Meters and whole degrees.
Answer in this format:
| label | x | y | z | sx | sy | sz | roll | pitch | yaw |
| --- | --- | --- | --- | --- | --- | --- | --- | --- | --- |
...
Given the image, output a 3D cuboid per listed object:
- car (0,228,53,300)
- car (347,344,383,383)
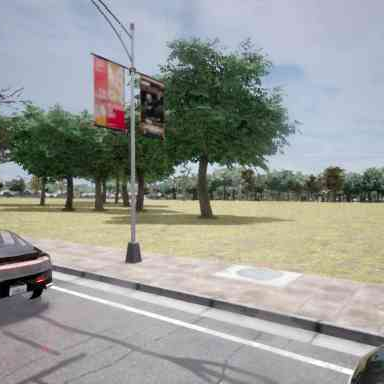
| label | x | y | z | sx | sy | sz | roll | pitch | yaw |
| --- | --- | --- | --- | --- | --- | --- | --- | --- | --- |
| car | -5.009 | 1.515 | 7.229 | 4.902 | 1.511 | 2.128 | 0 | 0 | 36 |
| car | 3.267 | 1.492 | 1.346 | 4.902 | 1.511 | 2.128 | 0 | 0 | 36 |
